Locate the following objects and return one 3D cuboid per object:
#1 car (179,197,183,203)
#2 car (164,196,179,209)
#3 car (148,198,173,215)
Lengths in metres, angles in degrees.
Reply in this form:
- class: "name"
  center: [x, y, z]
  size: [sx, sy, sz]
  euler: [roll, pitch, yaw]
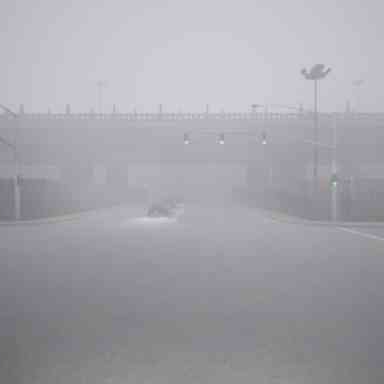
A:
- class: "car"
  center: [-2.814, 1.521, 64.467]
  size: [1.895, 1.301, 4.718]
  euler: [0, 0, 1]
- class: "car"
  center: [-3.105, 1.449, 44.371]
  size: [1.837, 1.490, 4.892]
  euler: [0, 0, 1]
- class: "car"
  center: [-3.228, 1.560, 33.040]
  size: [1.895, 1.301, 4.718]
  euler: [0, 0, 1]
